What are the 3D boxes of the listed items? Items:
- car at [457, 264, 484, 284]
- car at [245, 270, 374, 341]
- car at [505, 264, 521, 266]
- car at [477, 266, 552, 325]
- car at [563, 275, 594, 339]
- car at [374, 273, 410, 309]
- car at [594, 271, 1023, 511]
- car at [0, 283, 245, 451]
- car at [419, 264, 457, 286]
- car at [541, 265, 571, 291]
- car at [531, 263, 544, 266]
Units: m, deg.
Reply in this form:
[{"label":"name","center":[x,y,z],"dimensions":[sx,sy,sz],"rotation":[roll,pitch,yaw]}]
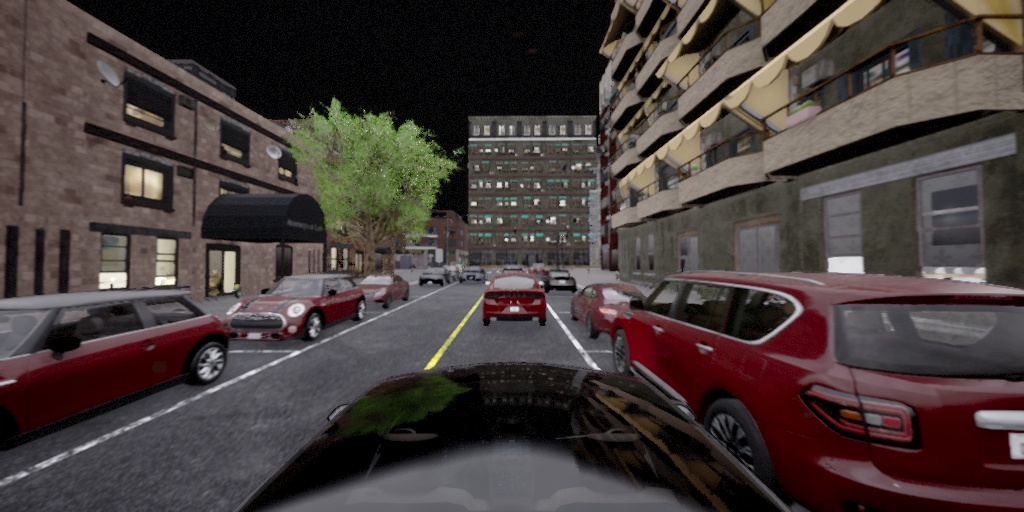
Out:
[{"label":"car","center":[-3.108,1.487,29.202],"dimensions":[1.994,1.385,4.181],"rotation":[0,0,0]},{"label":"car","center":[-5.661,1.240,9.858],"dimensions":[1.967,1.591,4.097],"rotation":[0,0,0]},{"label":"car","center":[0.076,1.422,30.412],"dimensions":[2.128,1.511,4.902],"rotation":[0,0,0]},{"label":"car","center":[0.079,1.292,12.193],"dimensions":[1.882,1.535,5.008],"rotation":[0,0,0]},{"label":"car","center":[2.687,1.383,9.920],"dimensions":[1.802,1.307,4.207],"rotation":[0,0,0]},{"label":"car","center":[-5.664,1.418,15.544],"dimensions":[1.802,1.307,4.207],"rotation":[0,0,0]},{"label":"car","center":[2.689,1.080,4.234],"dimensions":[2.192,1.841,5.009],"rotation":[0,0,0]},{"label":"car","center":[-5.658,1.205,4.170],"dimensions":[1.967,1.591,4.097],"rotation":[0,0,0]},{"label":"car","center":[-5.669,1.474,26.917],"dimensions":[1.948,1.339,4.313],"rotation":[0,0,0]},{"label":"car","center":[2.681,1.438,21.293],"dimensions":[1.948,1.339,4.313],"rotation":[0,0,0]},{"label":"car","center":[2.719,1.422,38.350],"dimensions":[1.967,1.591,4.097],"rotation":[0,0,0]}]
